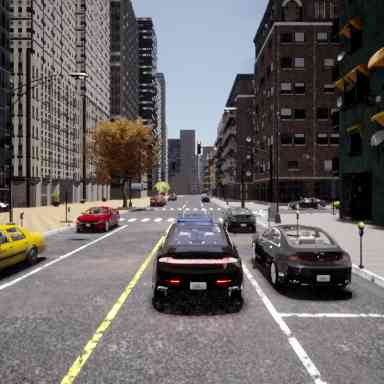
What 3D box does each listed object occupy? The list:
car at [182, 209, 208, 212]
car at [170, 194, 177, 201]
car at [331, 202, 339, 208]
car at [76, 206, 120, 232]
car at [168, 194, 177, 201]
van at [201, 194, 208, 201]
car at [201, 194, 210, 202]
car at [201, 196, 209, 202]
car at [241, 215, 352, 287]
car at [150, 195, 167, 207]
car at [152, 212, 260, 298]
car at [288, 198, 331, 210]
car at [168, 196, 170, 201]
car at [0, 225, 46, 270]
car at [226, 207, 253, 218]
[{"bbox_3d":[0.167,1.605,18.591,1.895,1.301,4.718,0,0,1],"label":"car"},{"bbox_3d":[-5.266,1.649,85.704,1.947,1.339,4.313,0,0,0],"label":"car"},{"bbox_3d":[19.017,1.259,39.516,4.829,1.417,1.752,-1,1,0],"label":"car"},{"bbox_3d":[-5.593,1.549,20.179,1.887,1.381,4.507,0,0,0],"label":"car"},{"bbox_3d":[-5.239,1.409,91.226,2.192,1.841,5.009,0,0,0],"label":"car"},{"bbox_3d":[3.114,1.424,85.662,1.690,1.788,3.998,0,0,0],"label":"van"},{"bbox_3d":[3.059,1.630,74.615,1.947,1.339,4.313,0,0,0],"label":"car"},{"bbox_3d":[3.088,1.598,80.308,1.752,1.417,4.829,0,0,0],"label":"car"},{"bbox_3d":[2.732,1.551,9.071,2.008,1.369,4.403,0,0,0],"label":"car"},{"bbox_3d":[-5.432,1.349,52.567,2.192,1.841,5.009,0,0,0],"label":"car"},{"bbox_3d":[0.130,1.492,8.473,2.128,1.511,4.902,0,0,0],"label":"car"},{"bbox_3d":[13.620,1.359,39.489,4.403,1.369,2.008,-1,1,0],"label":"car"},{"bbox_3d":[-5.404,1.607,58.089,1.947,1.339,4.313,0,0,0],"label":"car"},{"bbox_3d":[-5.649,1.526,8.943,1.752,1.417,4.829,0,0,0],"label":"car"},{"bbox_3d":[2.787,1.555,20.137,2.008,1.369,4.403,0,0,0],"label":"car"}]
